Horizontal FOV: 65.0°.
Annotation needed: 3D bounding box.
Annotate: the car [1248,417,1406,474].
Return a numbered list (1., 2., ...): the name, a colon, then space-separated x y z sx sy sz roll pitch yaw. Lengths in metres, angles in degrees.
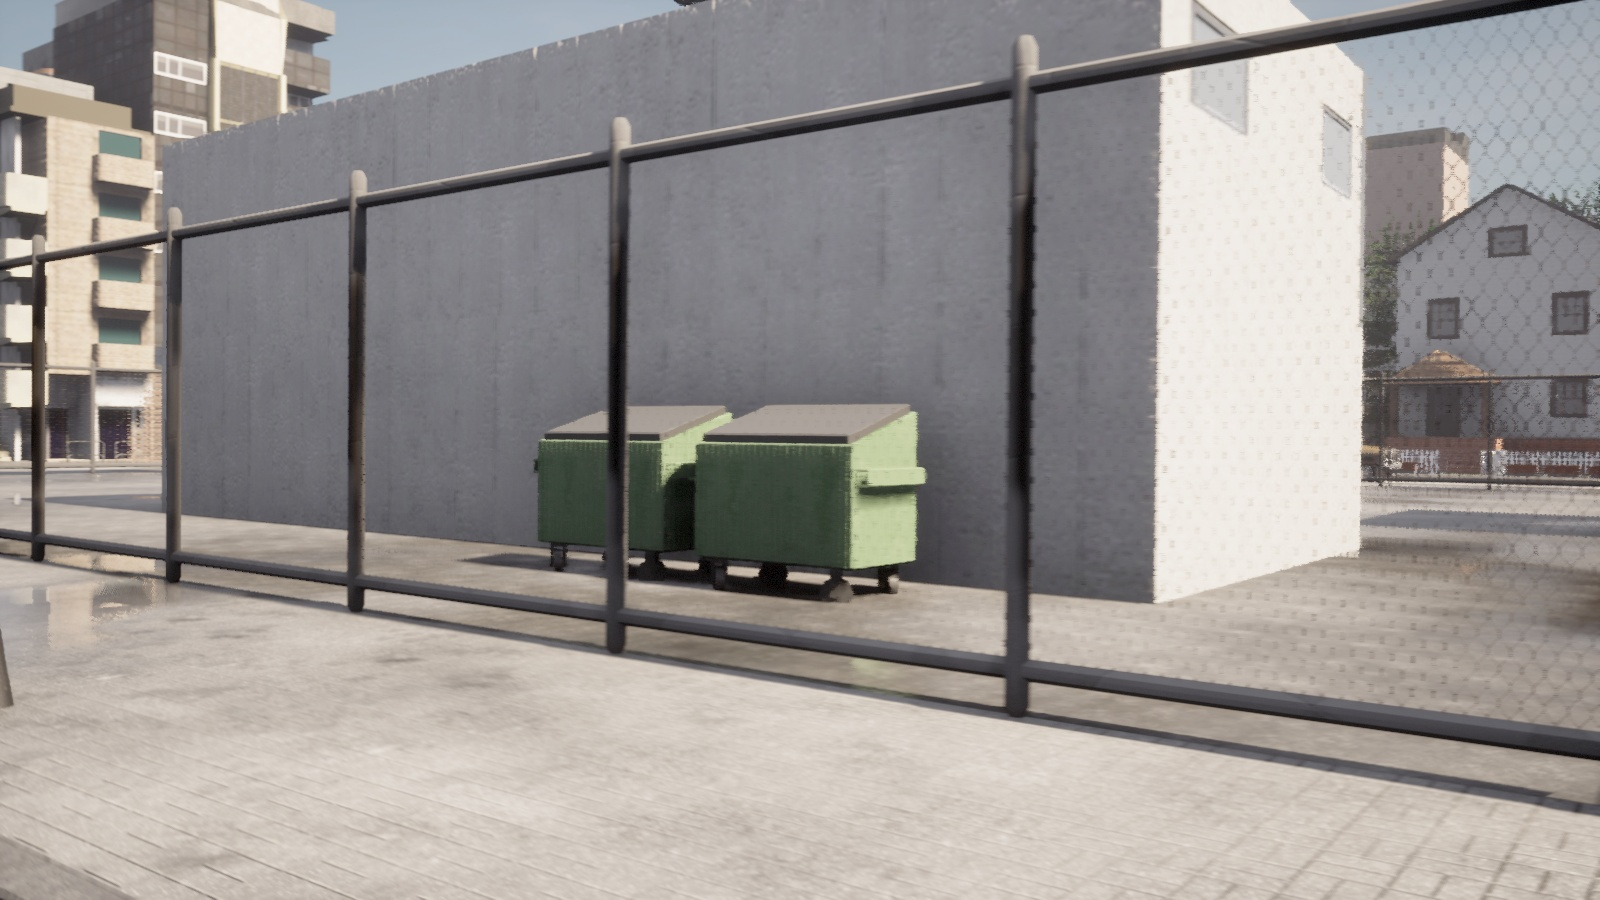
1. car: 17.874 -0.164 42.696 4.605 1.855 1.932 0 1 39
